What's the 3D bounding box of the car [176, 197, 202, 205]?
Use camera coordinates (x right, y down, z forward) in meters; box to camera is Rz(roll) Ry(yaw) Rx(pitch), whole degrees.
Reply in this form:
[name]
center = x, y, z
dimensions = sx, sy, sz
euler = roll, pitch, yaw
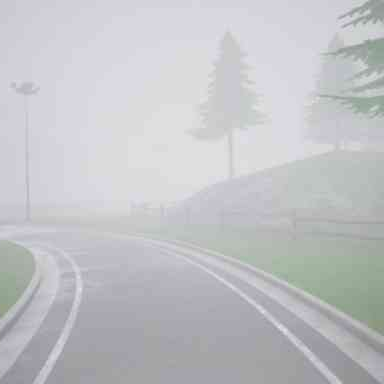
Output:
[car]
center = -0.884, 1.770, 63.822
dimensions = 4.674, 1.442, 1.812
euler = -1, 0, -43
